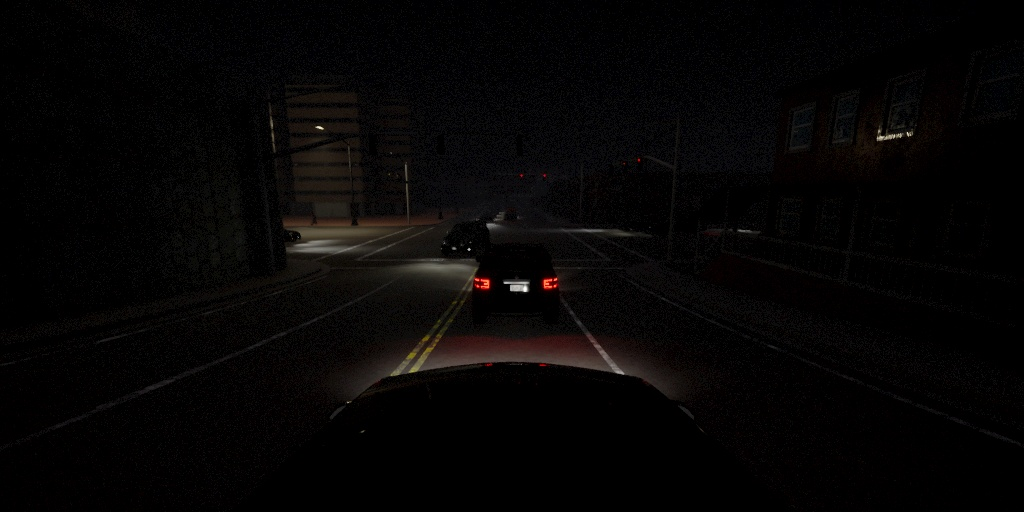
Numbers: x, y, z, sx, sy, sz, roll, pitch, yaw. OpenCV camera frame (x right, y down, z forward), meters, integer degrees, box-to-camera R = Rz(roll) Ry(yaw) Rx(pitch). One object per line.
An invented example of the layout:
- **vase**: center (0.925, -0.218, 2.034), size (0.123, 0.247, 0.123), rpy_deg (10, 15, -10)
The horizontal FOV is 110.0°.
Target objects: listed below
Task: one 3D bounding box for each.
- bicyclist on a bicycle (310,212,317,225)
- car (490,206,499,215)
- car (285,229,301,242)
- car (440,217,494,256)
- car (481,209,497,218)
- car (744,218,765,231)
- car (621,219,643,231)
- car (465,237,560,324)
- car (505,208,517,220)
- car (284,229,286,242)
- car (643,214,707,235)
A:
- **bicyclist on a bicycle**: center (-25.371, -4.780, 45.837), size (0.582, 1.620, 1.656), rpy_deg (0, 10, 0)
- **car**: center (-3.716, -7.442, 62.849), size (1.812, 1.442, 4.674), rpy_deg (0, 10, 0)
- **car**: center (-20.102, -1.803, 29.611), size (4.892, 1.490, 1.837), rpy_deg (0, 10, 0)
- **car**: center (-3.096, -1.279, 24.899), size (2.150, 2.045, 5.566), rpy_deg (1, 10, 11)
- **car**: center (-3.720, -5.875, 54.102), size (1.895, 1.301, 4.718), rpy_deg (0, 10, 0)
- **car**: center (28.608, -3.553, 40.122), size (4.674, 1.442, 1.812), rpy_deg (0, 10, 0)
- **car**: center (14.759, -3.491, 40.173), size (4.718, 1.301, 1.895), rpy_deg (0, 10, 0)
- **car**: center (0.064, 0.603, 10.723), size (2.150, 2.045, 5.566), rpy_deg (0, 4, -1)
- **car**: center (-0.140, -6.472, 57.612), size (1.895, 1.301, 4.718), rpy_deg (0, 10, 1)
- **car**: center (-19.909, -1.229, 26.166), size (4.902, 1.511, 2.128), rpy_deg (0, 10, 0)
- **car**: center (16.881, -3.273, 36.646), size (5.566, 2.045, 2.150), rpy_deg (0, 10, 0)
